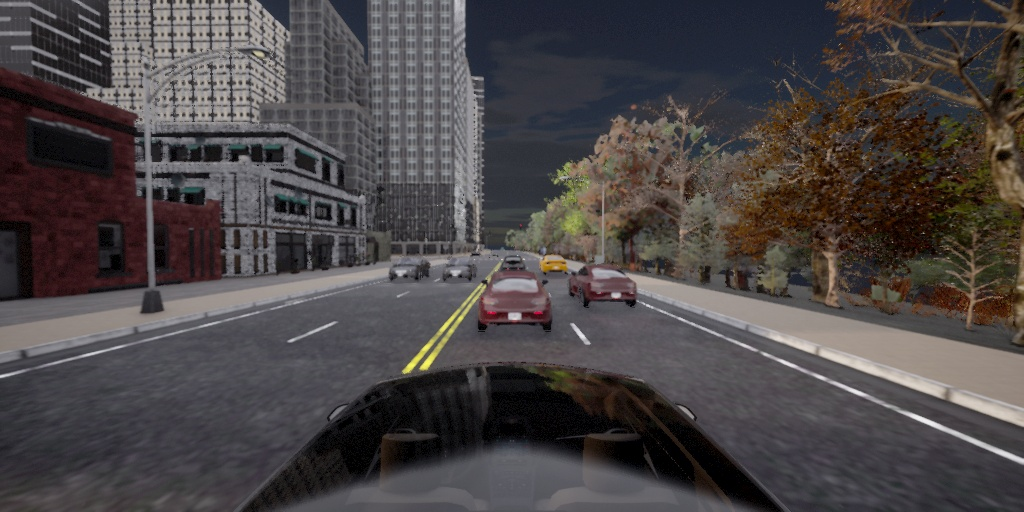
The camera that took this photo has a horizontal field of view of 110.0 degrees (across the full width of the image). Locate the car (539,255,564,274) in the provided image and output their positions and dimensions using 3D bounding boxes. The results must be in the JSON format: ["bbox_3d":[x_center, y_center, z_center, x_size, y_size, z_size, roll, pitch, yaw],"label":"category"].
[{"bbox_3d":[3.339,0.668,29.520,1.882,1.535,5.008,0,1,0],"label":"car"}]

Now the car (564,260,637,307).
[{"bbox_3d":[3.338,1.036,13.766,1.812,1.442,4.674,0,1,0],"label":"car"}]

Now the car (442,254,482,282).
[{"bbox_3d":[-3.351,0.804,23.669,2.128,1.511,4.902,0,1,0],"label":"car"}]

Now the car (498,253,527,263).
[{"bbox_3d":[0.086,0.725,28.088,1.837,1.490,4.892,0,1,0],"label":"car"}]

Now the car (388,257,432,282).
[{"bbox_3d":[-6.605,0.804,23.667,2.128,1.511,4.902,0,1,0],"label":"car"}]

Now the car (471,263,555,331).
[{"bbox_3d":[0.078,1.107,10.185,1.812,1.442,4.674,0,1,0],"label":"car"}]
